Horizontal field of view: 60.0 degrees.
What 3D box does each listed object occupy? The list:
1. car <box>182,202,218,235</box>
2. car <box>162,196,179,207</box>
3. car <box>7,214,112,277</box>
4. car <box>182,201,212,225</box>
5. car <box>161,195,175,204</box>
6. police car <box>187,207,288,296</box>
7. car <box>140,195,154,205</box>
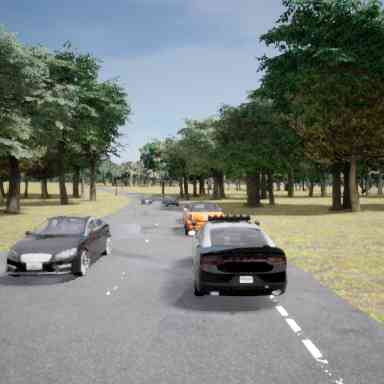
[{"bbox_3d":[0.602,1.320,18.680,2.097,1.767,4.553,0,0,-3],"label":"car"},{"bbox_3d":[-2.941,1.406,48.595,2.033,1.411,5.357,0,0,-6],"label":"car"},{"bbox_3d":[-3.780,1.482,10.286,2.128,1.511,4.902,0,0,-2],"label":"car"},{"bbox_3d":[0.275,1.476,24.743,1.812,1.442,4.674,0,0,-4],"label":"car"},{"bbox_3d":[-4.261,1.347,58.819,2.033,1.411,5.357,0,0,-9],"label":"car"},{"bbox_3d":[0.950,1.416,8.757,1.930,1.638,5.238,0,0,-1],"label":"police car"},{"bbox_3d":[-7.342,1.328,54.311,2.128,1.511,4.902,0,0,-8],"label":"car"}]
